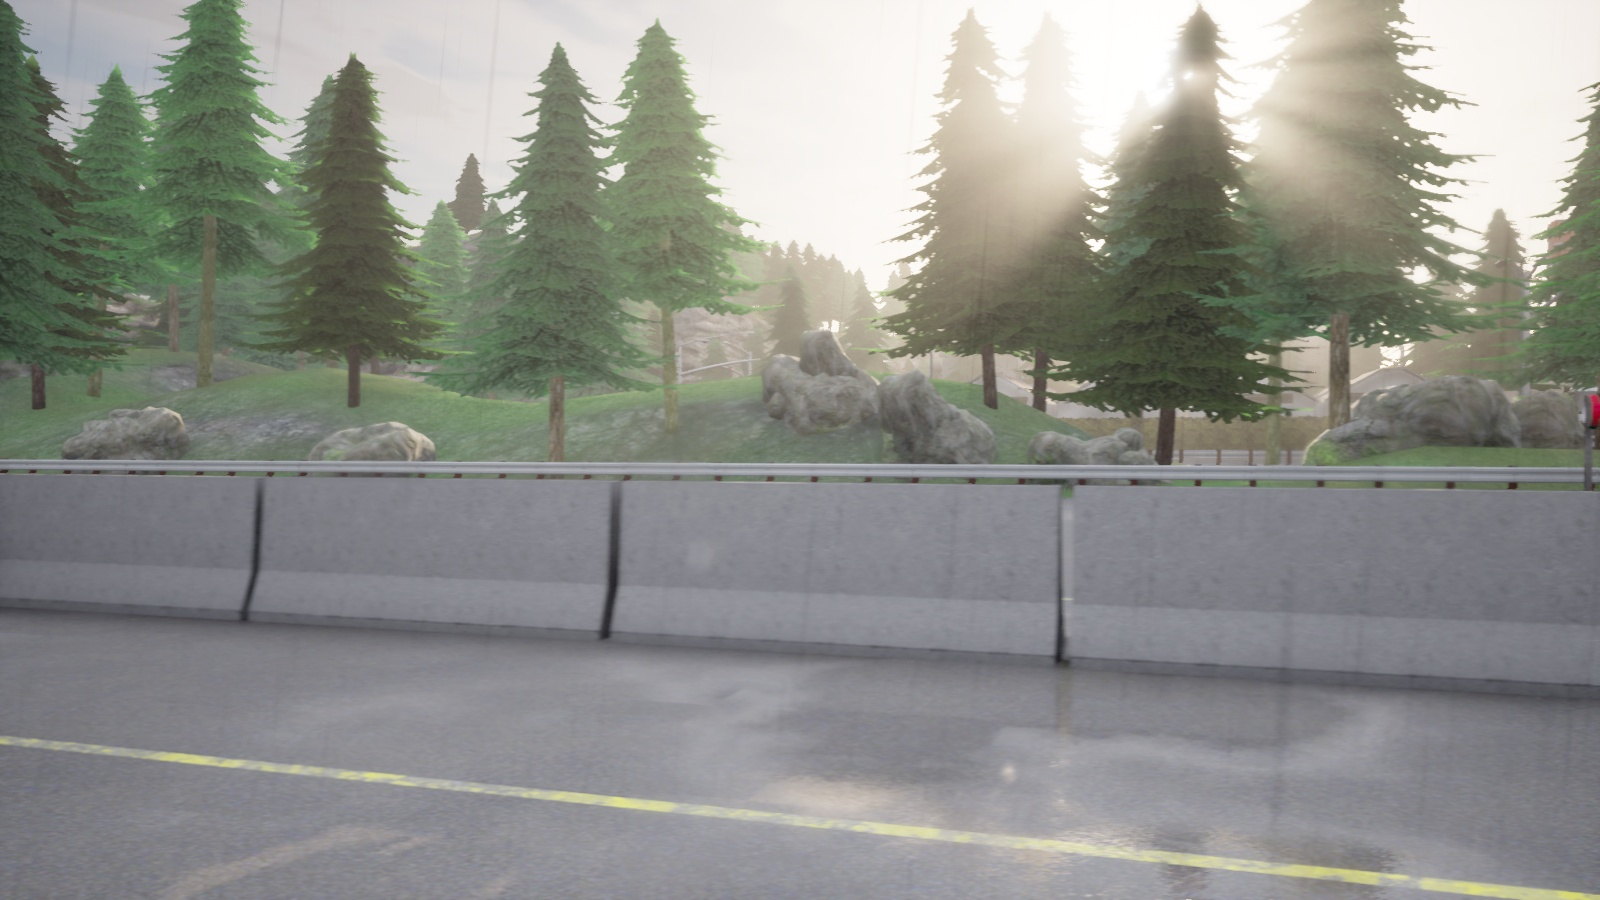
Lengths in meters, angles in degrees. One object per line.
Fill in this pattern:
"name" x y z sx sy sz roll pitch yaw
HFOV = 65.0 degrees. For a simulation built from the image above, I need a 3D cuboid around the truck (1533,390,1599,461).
"truck" 40.612 -1.223 65.063 2.891 3.462 7.936 1 1 18
